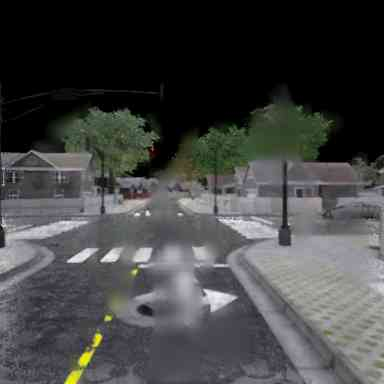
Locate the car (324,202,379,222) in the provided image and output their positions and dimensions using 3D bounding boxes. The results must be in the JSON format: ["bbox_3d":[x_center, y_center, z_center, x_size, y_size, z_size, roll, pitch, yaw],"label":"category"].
[{"bbox_3d":[11.967,1.436,24.517,4.181,1.385,1.994,0,0,-3],"label":"car"}]
